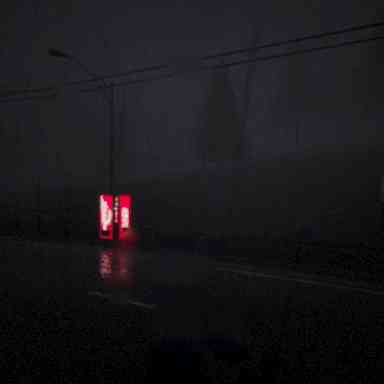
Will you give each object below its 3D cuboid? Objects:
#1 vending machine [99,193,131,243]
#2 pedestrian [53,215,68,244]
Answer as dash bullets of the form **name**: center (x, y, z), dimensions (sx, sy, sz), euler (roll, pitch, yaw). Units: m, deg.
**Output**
- **vending machine**: center (-3.368, 1.097, 14.617), dimensions (0.880, 2.100, 1.100), euler (1, 0, 28)
- **pedestrian**: center (-5.368, 1.468, 13.561), dimensions (0.375, 1.300, 0.375), euler (1, 0, 28)
